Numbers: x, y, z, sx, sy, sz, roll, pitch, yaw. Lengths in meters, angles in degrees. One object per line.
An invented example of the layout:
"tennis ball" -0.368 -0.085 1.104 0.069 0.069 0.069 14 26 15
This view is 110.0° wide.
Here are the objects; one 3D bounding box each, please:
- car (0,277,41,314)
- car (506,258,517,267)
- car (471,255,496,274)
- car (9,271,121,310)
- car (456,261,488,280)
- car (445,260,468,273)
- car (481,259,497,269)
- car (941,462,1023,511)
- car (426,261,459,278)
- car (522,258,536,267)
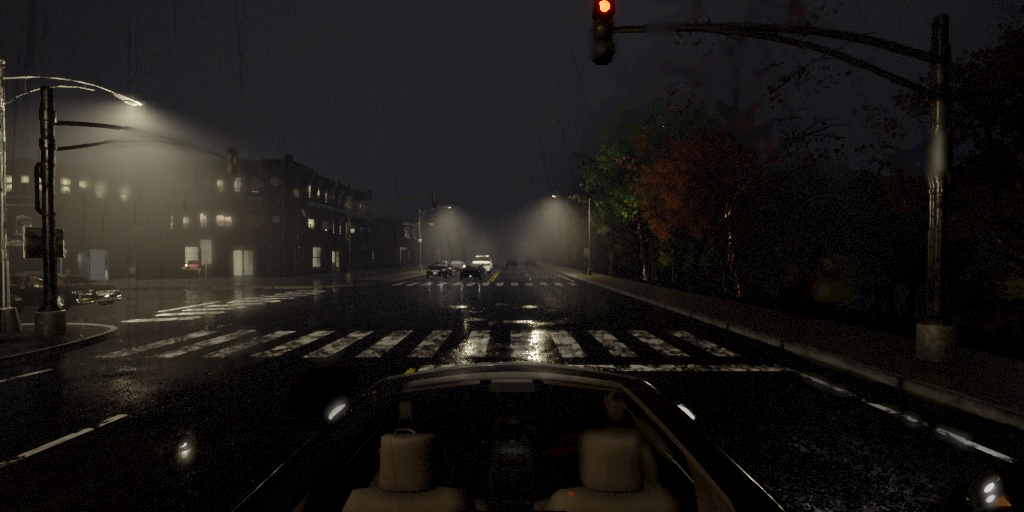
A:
"car" -19.970 1.565 12.502 4.313 1.339 1.948 0 0 0
"car" -0.031 1.204 63.774 1.882 1.535 5.008 0 0 0
"car" -3.432 0.956 41.408 2.150 2.045 5.566 0 0 0
"car" -19.619 1.472 15.208 4.892 1.490 1.837 -1 1 0
"car" -3.414 1.341 31.650 1.895 1.301 4.718 0 0 0
"car" -6.688 1.283 43.981 2.033 1.411 5.357 0 0 0
"car" -3.447 1.222 55.441 2.128 1.511 4.902 0 0 0
"car" 3.355 1.314 0.186 1.994 1.385 4.181 0 0 0
"car" -6.668 1.231 33.569 2.128 1.511 4.902 0 0 0
"car" 3.221 1.204 63.193 1.882 1.535 5.008 0 0 0
